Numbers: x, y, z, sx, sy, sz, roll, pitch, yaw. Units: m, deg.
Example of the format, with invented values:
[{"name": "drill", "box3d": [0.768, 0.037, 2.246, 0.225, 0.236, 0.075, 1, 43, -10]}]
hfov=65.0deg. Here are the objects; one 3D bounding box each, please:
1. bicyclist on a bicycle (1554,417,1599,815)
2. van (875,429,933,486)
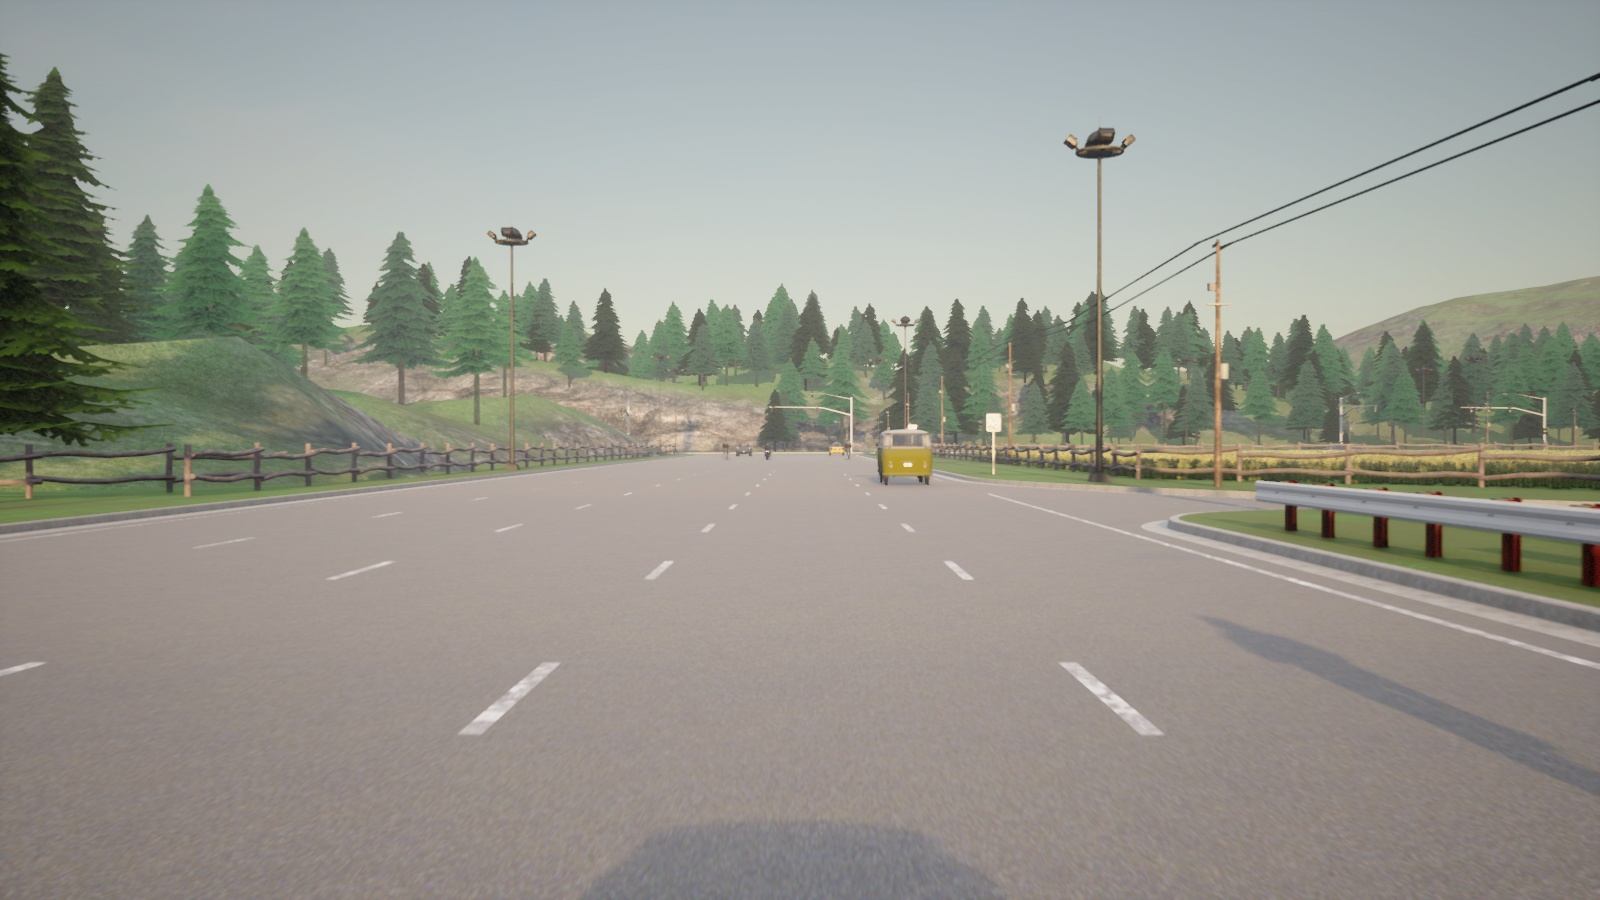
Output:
[{"name": "bicyclist on a bicycle", "box3d": [3.541, 0.676, 4.592, 0.582, 1.620, 1.656, 0, 0, 0]}, {"name": "van", "box3d": [3.776, 0.243, 46.119, 1.775, 1.987, 4.442, 0, 0, 0]}]
